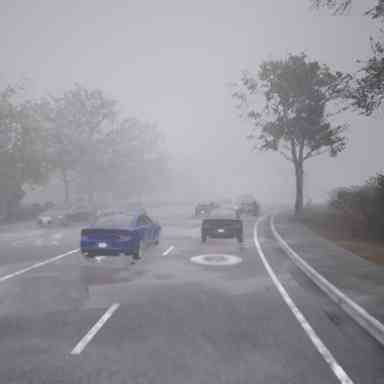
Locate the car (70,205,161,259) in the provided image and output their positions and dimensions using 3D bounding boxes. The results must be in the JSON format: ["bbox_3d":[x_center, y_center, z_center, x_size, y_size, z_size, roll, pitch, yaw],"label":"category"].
[{"bbox_3d":[-2.474,1.490,12.683,1.882,1.535,5.008,0,0,6],"label":"car"}]

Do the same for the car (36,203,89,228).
[{"bbox_3d":[-8.242,1.489,22.138,2.128,1.511,4.902,0,0,11],"label":"car"}]

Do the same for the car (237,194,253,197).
[{"bbox_3d":[9.521,1.364,59.935,2.150,2.045,5.566,0,0,29],"label":"car"}]

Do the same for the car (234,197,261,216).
[{"bbox_3d":[5.996,1.583,34.347,2.128,1.511,4.902,0,0,18],"label":"car"}]

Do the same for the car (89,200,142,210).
[{"bbox_3d":[-4.640,1.367,22.263,2.097,1.767,4.553,0,0,12],"label":"car"}]

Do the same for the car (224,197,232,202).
[{"bbox_3d":[5.721,1.620,60.244,1.837,1.490,4.892,0,0,28],"label":"car"}]

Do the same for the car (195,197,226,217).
[{"bbox_3d":[1.654,1.568,32.220,1.837,1.490,4.892,0,0,17],"label":"car"}]

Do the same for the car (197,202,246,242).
[{"bbox_3d":[1.624,1.516,16.691,1.882,1.535,5.008,0,0,9],"label":"car"}]
